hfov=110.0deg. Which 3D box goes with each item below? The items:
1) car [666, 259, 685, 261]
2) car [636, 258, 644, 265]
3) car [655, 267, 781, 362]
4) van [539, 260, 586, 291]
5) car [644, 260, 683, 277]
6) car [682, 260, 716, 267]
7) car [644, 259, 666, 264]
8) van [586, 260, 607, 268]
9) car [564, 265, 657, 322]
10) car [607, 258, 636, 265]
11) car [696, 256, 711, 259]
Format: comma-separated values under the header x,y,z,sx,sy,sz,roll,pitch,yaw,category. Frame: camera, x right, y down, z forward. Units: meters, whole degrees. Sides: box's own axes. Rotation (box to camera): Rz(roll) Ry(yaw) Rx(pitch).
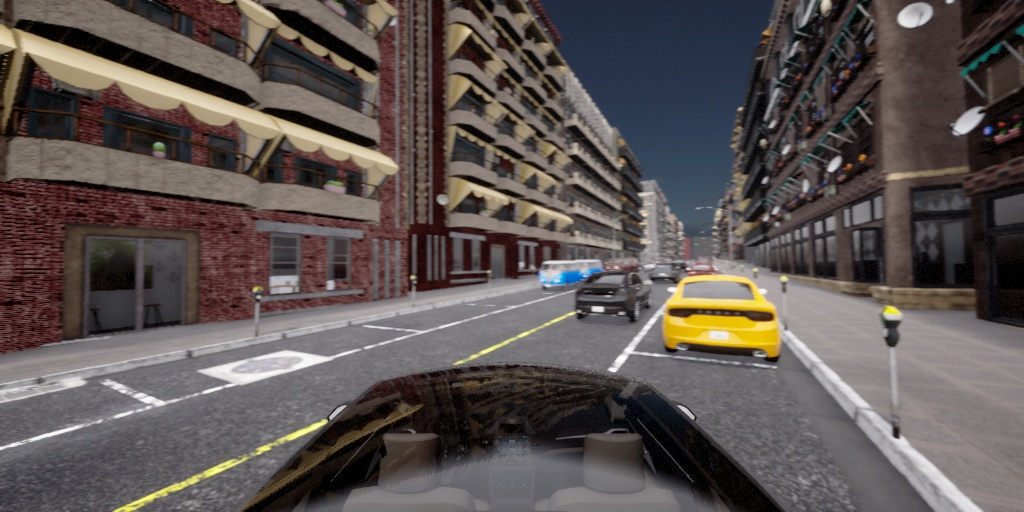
x,y,z,sx,sy,sz,roll,pitch,yaw,category
19.568,1.127,42.030,1.882,1.535,5.008,-2,-1,28,car
13.664,1.103,42.251,2.192,1.841,5.009,0,0,29,car
4.652,1.168,8.204,1.882,1.535,5.008,-2,-1,28,car
3.119,1.192,22.805,1.690,1.789,3.998,0,0,29,van
11.507,1.256,26.954,1.994,1.385,4.181,-2,-1,28,car
12.653,1.182,23.856,1.888,1.381,4.507,0,0,29,car
17.412,1.318,43.829,1.895,1.301,4.718,-2,-1,29,car
5.755,1.174,27.667,1.690,1.789,3.998,0,0,29,van
3.610,1.255,12.394,1.837,1.490,4.892,-2,0,28,car
11.028,1.117,37.390,2.192,1.841,5.009,0,0,29,car
17.933,1.045,33.576,1.967,1.591,4.097,0,0,29,car
